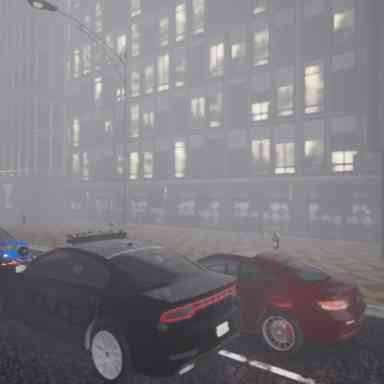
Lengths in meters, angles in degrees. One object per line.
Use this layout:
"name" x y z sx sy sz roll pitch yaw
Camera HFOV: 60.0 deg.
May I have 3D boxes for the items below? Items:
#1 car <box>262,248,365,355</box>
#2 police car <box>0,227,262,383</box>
"car" 0.770 1.657 6.030 4.206 1.307 1.802 0 -1 37
"police car" -1.698 1.483 5.640 5.238 1.638 1.930 0 -1 37
